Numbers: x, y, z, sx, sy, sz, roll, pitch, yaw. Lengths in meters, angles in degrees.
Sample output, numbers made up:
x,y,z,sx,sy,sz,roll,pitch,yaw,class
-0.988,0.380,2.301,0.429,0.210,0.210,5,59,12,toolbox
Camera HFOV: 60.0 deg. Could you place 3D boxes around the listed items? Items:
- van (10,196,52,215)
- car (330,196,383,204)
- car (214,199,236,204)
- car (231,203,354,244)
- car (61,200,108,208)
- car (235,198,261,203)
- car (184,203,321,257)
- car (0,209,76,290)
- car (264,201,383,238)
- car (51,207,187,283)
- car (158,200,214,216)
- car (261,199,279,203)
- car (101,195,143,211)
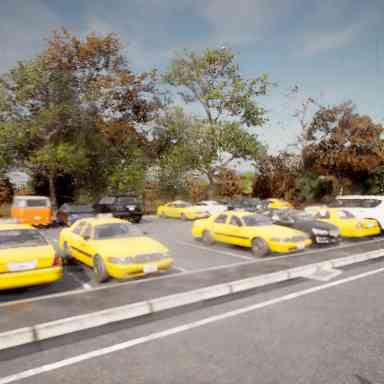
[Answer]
x,y,z,sx,sy,sz,roll,pitch,yaw,class
-10.206,1.242,21.004,1.878,1.987,4.442,0,0,-35,van
8.794,1.214,18.296,2.435,2.045,5.566,0,0,-35,car
1.280,1.502,28.964,2.002,1.452,4.674,0,0,-35,car
4.270,1.468,15.076,2.231,1.521,4.892,0,0,-35,car
-7.757,1.494,22.555,2.163,1.488,4.792,0,0,-35,car
3.558,1.490,30.540,2.163,1.488,4.792,0,0,-35,car
2.113,1.465,13.319,1.946,1.575,5.366,0,0,-35,car
-4.904,1.476,8.821,1.946,1.575,5.366,0,0,-35,car
6.435,1.463,16.824,1.946,1.575,5.366,0,0,-35,car
-2.523,1.469,10.048,1.946,1.575,5.366,0,0,-35,car
-0.878,1.459,27.218,1.946,1.575,5.366,0,0,-35,car
5.684,1.334,32.115,2.185,1.767,4.553,0,0,-35,car
-5.528,1.213,24.198,2.435,2.045,5.566,0,0,-35,car
